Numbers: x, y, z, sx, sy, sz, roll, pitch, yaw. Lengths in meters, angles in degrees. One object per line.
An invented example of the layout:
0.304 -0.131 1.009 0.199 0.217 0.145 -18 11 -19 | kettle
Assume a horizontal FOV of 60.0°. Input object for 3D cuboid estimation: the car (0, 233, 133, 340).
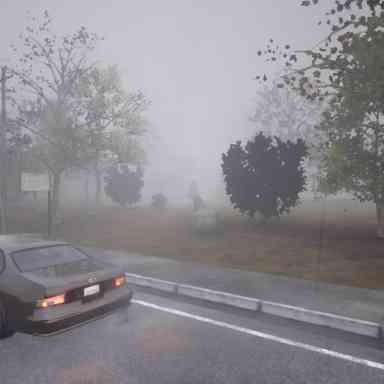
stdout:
-3.579 1.547 6.535 5.357 1.411 2.033 0 0 35 | car
